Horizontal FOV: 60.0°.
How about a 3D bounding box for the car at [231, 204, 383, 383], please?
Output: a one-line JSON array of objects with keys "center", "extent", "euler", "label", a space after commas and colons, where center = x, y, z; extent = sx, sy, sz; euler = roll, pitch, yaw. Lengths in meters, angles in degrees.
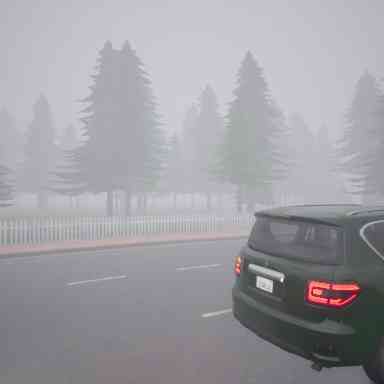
[{"center": [3.272, 1.223, 5.330], "extent": [5.566, 2.045, 2.150], "euler": [0, 0, -27], "label": "car"}]
